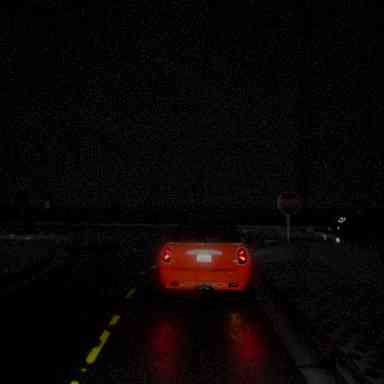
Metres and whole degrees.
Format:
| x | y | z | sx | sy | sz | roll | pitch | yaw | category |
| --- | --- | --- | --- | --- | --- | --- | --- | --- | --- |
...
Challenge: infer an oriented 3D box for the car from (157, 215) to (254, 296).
| x | y | z | sx | sy | sz | roll | pitch | yaw | category |
| --- | --- | --- | --- | --- | --- | --- | --- | --- | --- |
| 0.438 | 1.404 | 8.997 | 2.097 | 1.767 | 4.553 | 0 | 0 | 5 | car |

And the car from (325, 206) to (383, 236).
| x | y | z | sx | sy | sz | roll | pitch | yaw | category |
| --- | --- | --- | --- | --- | --- | --- | --- | --- | --- |
| 10.330 | 1.617 | 19.579 | 4.553 | 1.767 | 2.097 | 1 | -1 | 0 | car |

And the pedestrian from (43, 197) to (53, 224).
| x | y | z | sx | sy | sz | roll | pitch | yaw | category |
| --- | --- | --- | --- | --- | --- | --- | --- | --- | --- |
| -9.708 | 1.191 | 22.359 | 0.375 | 1.860 | 0.375 | 0 | -1 | 0 | pedestrian |
